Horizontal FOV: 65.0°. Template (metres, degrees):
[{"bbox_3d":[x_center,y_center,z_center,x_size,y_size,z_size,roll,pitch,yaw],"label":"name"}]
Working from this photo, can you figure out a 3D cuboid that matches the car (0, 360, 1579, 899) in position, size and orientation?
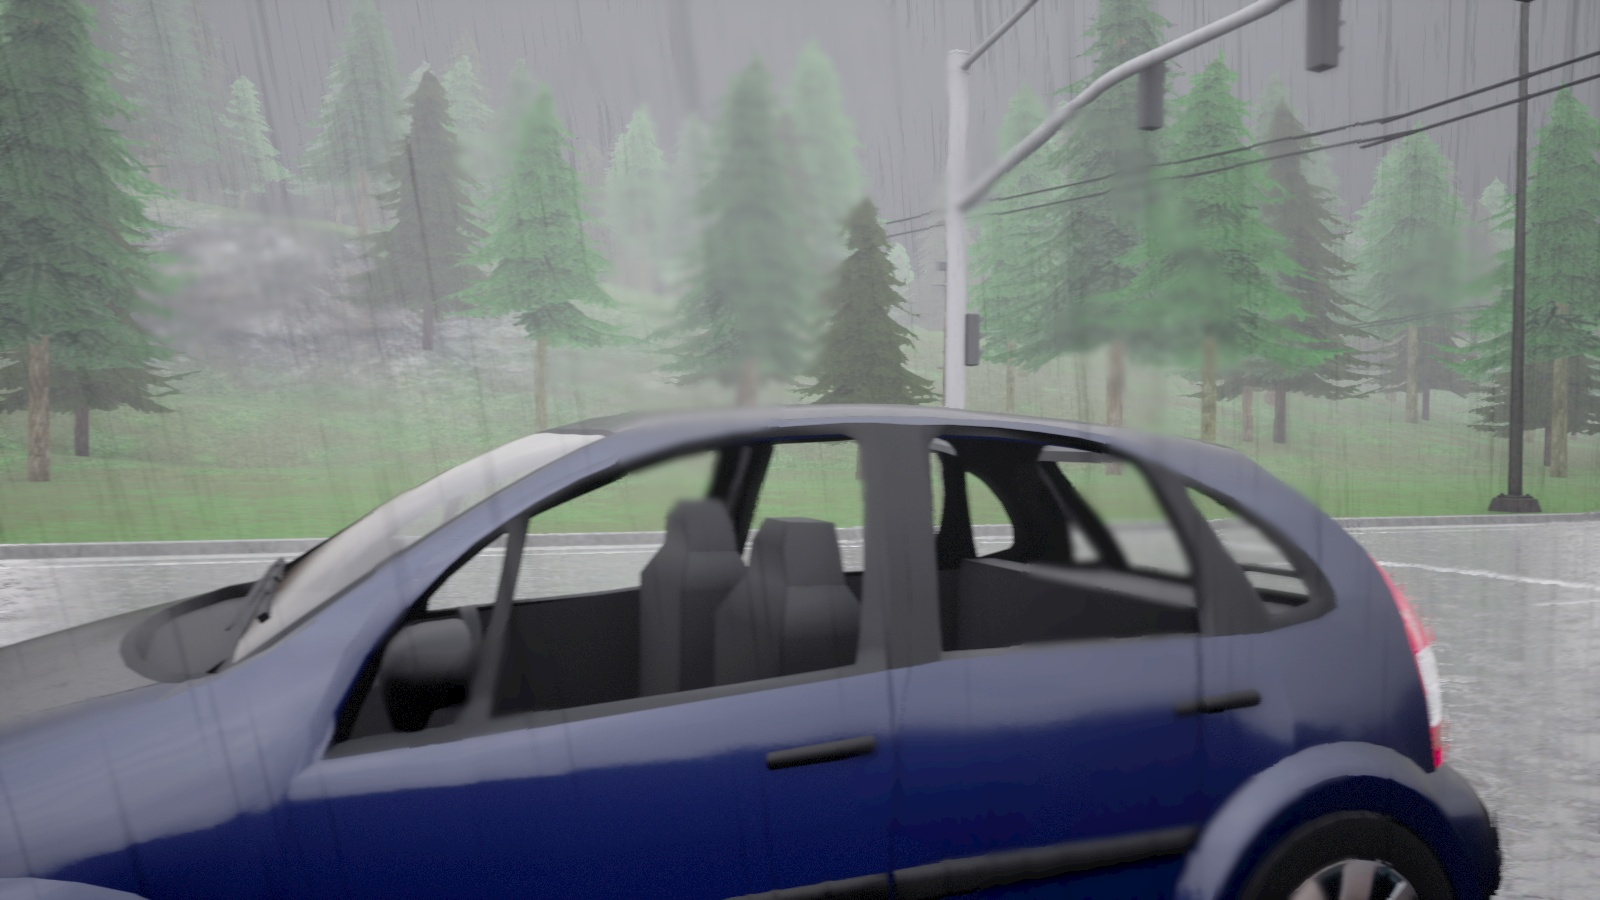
[{"bbox_3d":[-0.356,0.649,3.116,3.988,1.617,1.851,-1,1,-21],"label":"car"}]
